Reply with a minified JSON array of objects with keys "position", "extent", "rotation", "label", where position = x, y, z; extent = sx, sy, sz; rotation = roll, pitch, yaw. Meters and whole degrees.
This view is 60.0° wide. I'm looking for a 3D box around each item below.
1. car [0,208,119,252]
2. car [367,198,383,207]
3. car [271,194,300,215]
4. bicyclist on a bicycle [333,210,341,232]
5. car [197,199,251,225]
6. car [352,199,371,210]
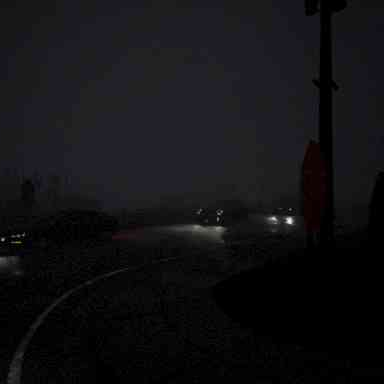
[{"position":[-5.303,1.467,13.878],"extent":[1.837,1.490,4.892],"rotation":[0,0,38],"label":"car"},{"position":[28.176,1.564,50.582],"extent":[1.895,1.301,4.718],"rotation":[0,0,38],"label":"car"},{"position":[9.925,1.185,33.299],"extent":[2.150,2.045,5.566],"rotation":[0,0,38],"label":"car"},{"position":[6.853,1.264,17.259],"extent":[1.656,1.620,0.582],"rotation":[0,0,38],"label":"bicyclist on a bicycle"},{"position":[2.326,1.313,23.612],"extent":[2.097,1.767,4.553],"rotation":[0,0,38],"label":"car"},{"position":[21.977,1.527,42.673],"extent":[1.994,1.385,4.181],"rotation":[0,0,38],"label":"car"}]
